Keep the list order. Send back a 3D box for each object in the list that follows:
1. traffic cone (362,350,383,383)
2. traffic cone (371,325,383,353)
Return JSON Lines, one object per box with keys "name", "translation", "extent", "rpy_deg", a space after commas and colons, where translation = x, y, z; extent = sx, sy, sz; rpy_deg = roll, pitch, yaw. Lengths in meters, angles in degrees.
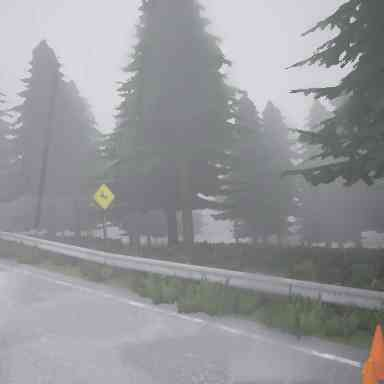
{"name": "traffic cone", "translation": [1.773, 1.956, 3.297], "extent": [0.340, 0.580, 0.340], "rpy_deg": [0, 0, 34]}
{"name": "traffic cone", "translation": [2.321, 1.956, 4.130], "extent": [0.340, 0.580, 0.340], "rpy_deg": [0, 0, 34]}
